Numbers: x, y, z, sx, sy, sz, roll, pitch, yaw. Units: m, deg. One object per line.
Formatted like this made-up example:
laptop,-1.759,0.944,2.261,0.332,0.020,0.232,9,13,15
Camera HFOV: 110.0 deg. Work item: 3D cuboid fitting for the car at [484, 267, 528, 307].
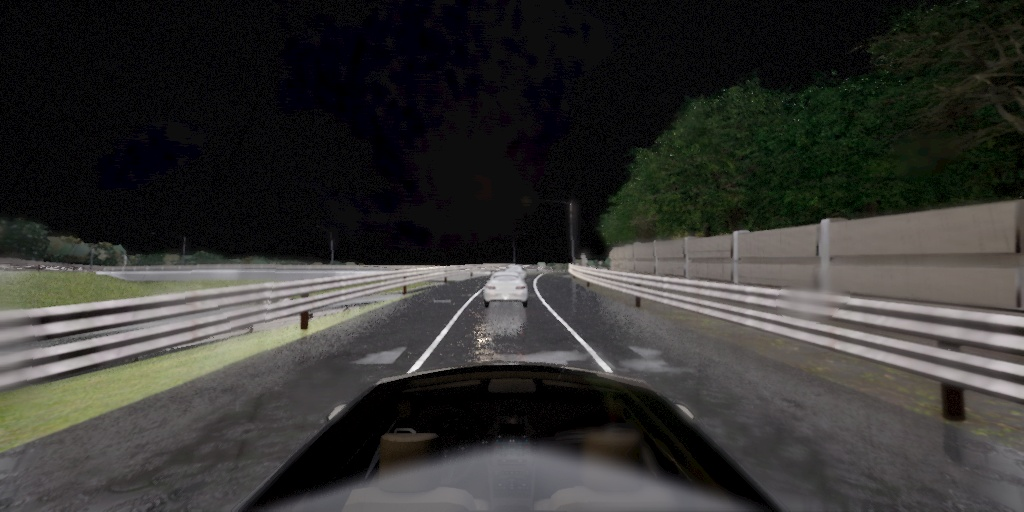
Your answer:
car,-0.255,1.412,16.335,1.812,1.442,4.674,0,0,0

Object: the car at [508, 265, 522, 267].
car,0.257,1.539,31.203,1.812,1.442,4.674,0,0,5
